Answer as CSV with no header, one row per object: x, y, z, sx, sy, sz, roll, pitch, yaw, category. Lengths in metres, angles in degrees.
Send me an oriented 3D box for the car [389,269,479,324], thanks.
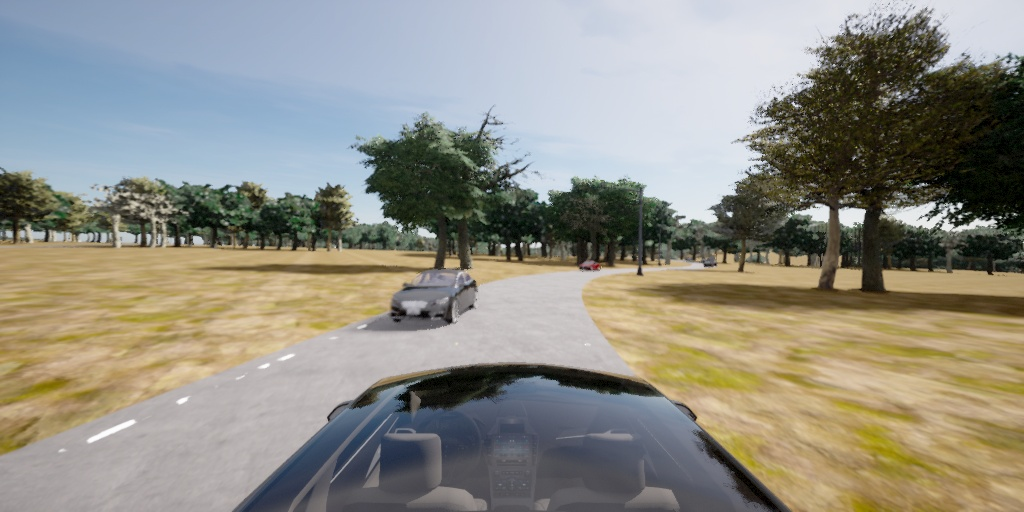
-2.366,1.221,11.999,2.128,1.511,4.902,0,0,6,car

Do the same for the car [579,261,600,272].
11.477,1.494,53.064,1.882,1.535,5.008,1,0,32,car
